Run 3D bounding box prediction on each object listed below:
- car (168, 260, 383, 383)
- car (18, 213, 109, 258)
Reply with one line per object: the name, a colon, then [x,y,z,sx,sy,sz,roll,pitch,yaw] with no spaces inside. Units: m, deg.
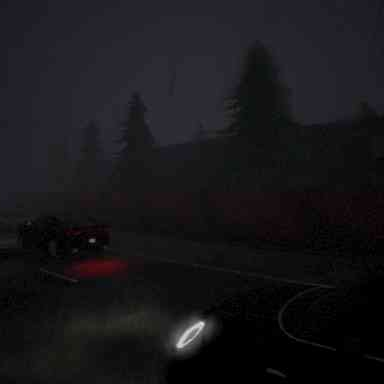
car: [1.968,1.365,2.727,4.553,1.767,2.097,0,0,36]
car: [-5.299,1.572,13.360,5.008,1.535,1.882,0,0,43]
